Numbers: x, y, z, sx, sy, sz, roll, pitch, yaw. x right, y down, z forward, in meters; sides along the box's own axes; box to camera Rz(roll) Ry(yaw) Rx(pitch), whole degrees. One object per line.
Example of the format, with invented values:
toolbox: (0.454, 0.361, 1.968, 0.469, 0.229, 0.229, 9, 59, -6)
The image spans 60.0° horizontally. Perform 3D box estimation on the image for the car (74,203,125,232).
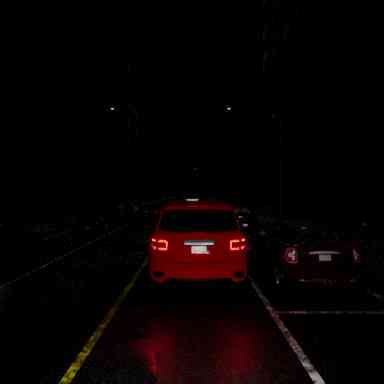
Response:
car: (-5.649, 1.567, 20.100, 1.947, 1.339, 4.313, 0, 0, 0)

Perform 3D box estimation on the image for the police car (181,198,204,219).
police car: (0.033, 1.428, 30.207, 1.930, 1.638, 5.238, 0, 0, 0)

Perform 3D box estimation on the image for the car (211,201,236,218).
car: (2.888, 1.569, 31.093, 1.947, 1.339, 4.313, 0, 0, 0)

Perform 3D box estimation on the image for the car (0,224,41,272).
car: (-5.661, 1.582, 9.097, 1.802, 1.307, 4.206, 0, 0, 0)

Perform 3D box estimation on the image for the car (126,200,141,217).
car: (-5.637, 1.443, 31.103, 1.967, 1.590, 4.097, 0, 0, 0)

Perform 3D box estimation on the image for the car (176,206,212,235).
car: (0.121, 1.602, 19.944, 1.895, 1.301, 4.718, 0, 0, 0)

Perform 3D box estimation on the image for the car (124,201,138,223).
car: (-5.644, 1.584, 25.601, 1.802, 1.307, 4.206, 0, 0, 0)

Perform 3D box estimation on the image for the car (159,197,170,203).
car: (-5.561, 1.626, 68.206, 1.802, 1.307, 4.206, 0, 0, 0)

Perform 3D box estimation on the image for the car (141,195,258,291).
car: (0.114, 1.221, 9.174, 2.150, 2.045, 5.566, 0, 0, 0)

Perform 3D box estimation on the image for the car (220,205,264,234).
car: (2.876, 1.552, 20.090, 2.008, 1.369, 4.403, 0, 0, 0)

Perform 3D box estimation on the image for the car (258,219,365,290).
car: (2.864, 1.440, 9.088, 1.967, 1.590, 4.097, 0, 0, 0)
